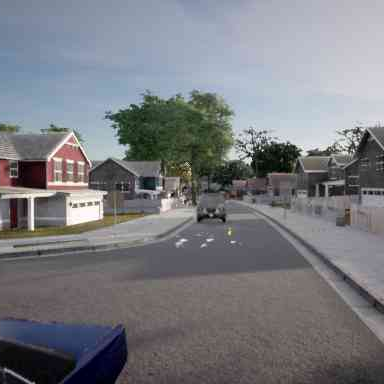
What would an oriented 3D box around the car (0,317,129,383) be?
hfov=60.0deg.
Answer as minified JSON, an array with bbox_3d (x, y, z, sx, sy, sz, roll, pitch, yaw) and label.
[{"bbox_3d":[-1.963,1.601,1.428,1.895,1.301,4.718,0,0,10],"label":"car"}]

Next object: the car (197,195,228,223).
[{"bbox_3d":[1.653,1.271,26.171,2.150,2.045,5.566,0,0,7],"label":"car"}]

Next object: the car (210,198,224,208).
[{"bbox_3d":[3.810,1.645,51.055,1.994,1.385,4.181,0,0,4],"label":"car"}]
